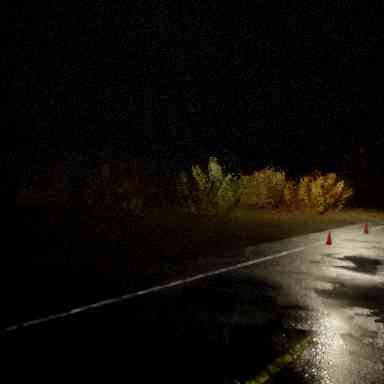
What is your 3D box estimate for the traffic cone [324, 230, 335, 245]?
[{"bbox_3d":[5.663,1.872,13.697,0.340,0.580,0.340,2,1,43],"label":"traffic cone"}]
